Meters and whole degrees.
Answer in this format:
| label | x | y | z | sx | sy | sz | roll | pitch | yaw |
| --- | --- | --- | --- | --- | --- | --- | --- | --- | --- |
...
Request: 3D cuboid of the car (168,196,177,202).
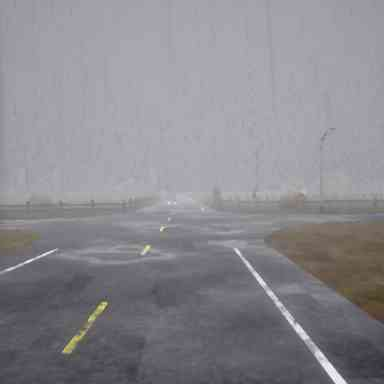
| label | x | y | z | sx | sy | sz | roll | pitch | yaw |
| --- | --- | --- | --- | --- | --- | --- | --- | --- | --- |
| car | -4.557 | 1.605 | 77.227 | 1.895 | 1.301 | 4.718 | 0 | 0 | -2 |
